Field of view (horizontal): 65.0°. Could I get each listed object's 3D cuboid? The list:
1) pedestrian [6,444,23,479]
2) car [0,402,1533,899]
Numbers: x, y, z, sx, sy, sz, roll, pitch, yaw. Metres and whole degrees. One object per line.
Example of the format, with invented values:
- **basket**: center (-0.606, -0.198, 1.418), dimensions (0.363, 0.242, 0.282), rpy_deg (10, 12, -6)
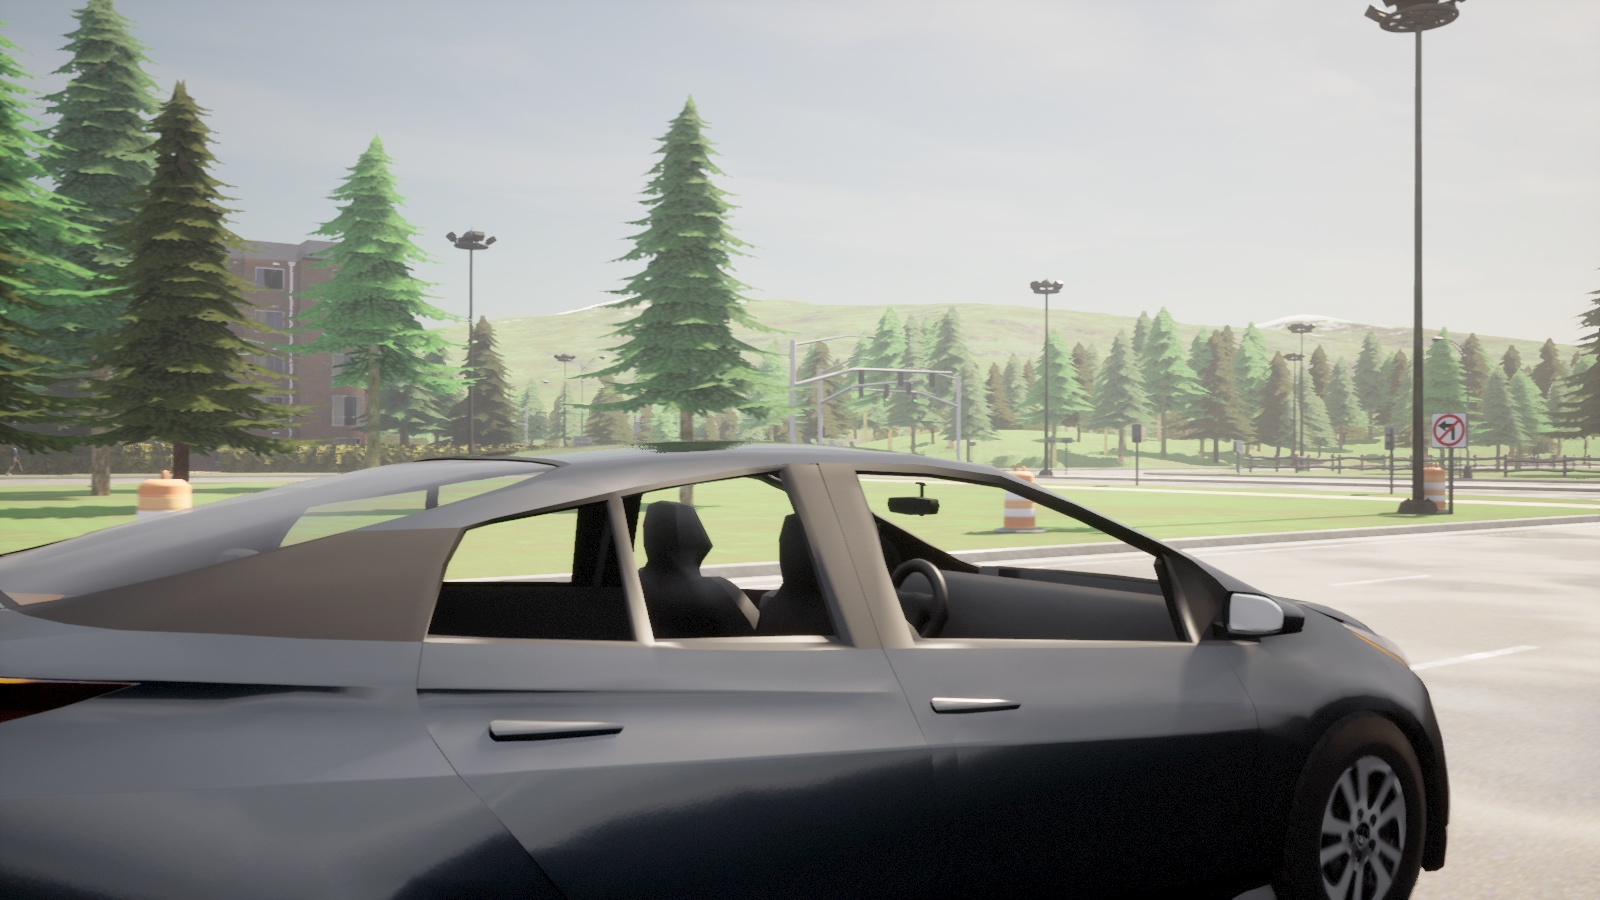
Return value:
- **pedestrian**: center (-43.809, 0.638, 70.029), dimensions (0.788, 1.949, 0.423), rpy_deg (0, 0, -35)
- **car**: center (-0.033, 0.701, 3.636), dimensions (4.514, 1.525, 2.007), rpy_deg (0, 0, -35)
